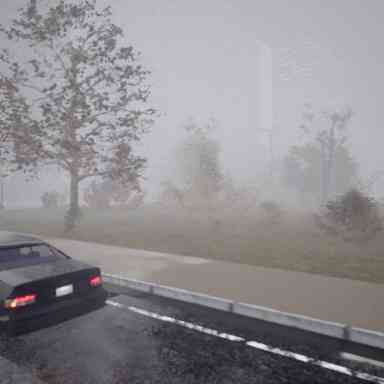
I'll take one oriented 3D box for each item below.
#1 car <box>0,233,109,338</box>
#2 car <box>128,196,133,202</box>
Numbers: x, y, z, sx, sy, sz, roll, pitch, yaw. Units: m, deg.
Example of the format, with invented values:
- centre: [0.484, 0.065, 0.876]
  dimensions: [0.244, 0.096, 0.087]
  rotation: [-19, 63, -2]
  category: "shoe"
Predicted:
- centre: [-3.981, 1.540, 6.523]
  dimensions: [5.357, 1.411, 2.033]
  rotation: [0, 0, 36]
  category: "car"
- centre: [-13.577, 1.468, 68.007]
  dimensions: [1.882, 1.535, 5.008]
  rotation: [-1, -1, 37]
  category: "car"
